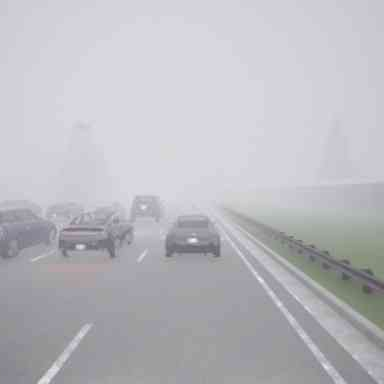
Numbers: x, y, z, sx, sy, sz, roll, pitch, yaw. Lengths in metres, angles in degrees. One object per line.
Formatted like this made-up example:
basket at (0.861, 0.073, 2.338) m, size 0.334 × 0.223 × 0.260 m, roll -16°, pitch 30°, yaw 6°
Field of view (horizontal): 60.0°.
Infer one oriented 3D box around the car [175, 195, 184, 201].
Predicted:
car at (-3.477, 1.570, 85.967) m, size 2.033 × 1.411 × 5.357 m, roll 0°, pitch 0°, yaw 0°

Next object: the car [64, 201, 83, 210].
car at (-10.450, 1.519, 27.798) m, size 1.837 × 1.490 × 4.892 m, roll 0°, pitch 0°, yaw 1°

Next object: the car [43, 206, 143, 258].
car at (-3.450, 1.498, 12.762) m, size 2.128 × 1.511 × 4.902 m, roll 0°, pitch 0°, yaw 0°

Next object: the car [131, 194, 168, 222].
car at (-3.464, 1.236, 26.593) m, size 2.150 × 2.045 × 5.566 m, roll 0°, pitch 0°, yaw 1°

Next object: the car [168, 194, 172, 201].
car at (-6.977, 1.546, 88.051) m, size 1.812 × 1.442 × 4.674 m, roll 0°, pitch 0°, yaw 0°

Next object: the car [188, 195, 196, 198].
car at (0.023, 1.491, 86.800) m, size 1.882 × 1.535 × 5.008 m, roll 0°, pitch 0°, yaw 0°

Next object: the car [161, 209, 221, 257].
car at (0.051, 1.571, 13.042) m, size 1.994 × 1.385 × 4.181 m, roll 0°, pitch 0°, yaw 1°

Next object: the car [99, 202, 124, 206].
car at (-6.943, 1.539, 28.429) m, size 1.812 × 1.442 × 4.674 m, roll 0°, pitch 0°, yaw 1°

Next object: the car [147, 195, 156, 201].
car at (-10.477, 1.491, 86.802) m, size 1.882 × 1.535 × 5.008 m, roll 0°, pitch 0°, yaw 0°

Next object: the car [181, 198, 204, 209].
car at (0.058, 1.539, 28.403) m, size 1.812 × 1.442 × 4.674 m, roll 0°, pitch 0°, yaw 1°

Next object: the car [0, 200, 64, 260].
car at (-6.951, 1.357, 12.676) m, size 2.097 × 1.767 × 4.553 m, roll 0°, pitch 0°, yaw 1°
